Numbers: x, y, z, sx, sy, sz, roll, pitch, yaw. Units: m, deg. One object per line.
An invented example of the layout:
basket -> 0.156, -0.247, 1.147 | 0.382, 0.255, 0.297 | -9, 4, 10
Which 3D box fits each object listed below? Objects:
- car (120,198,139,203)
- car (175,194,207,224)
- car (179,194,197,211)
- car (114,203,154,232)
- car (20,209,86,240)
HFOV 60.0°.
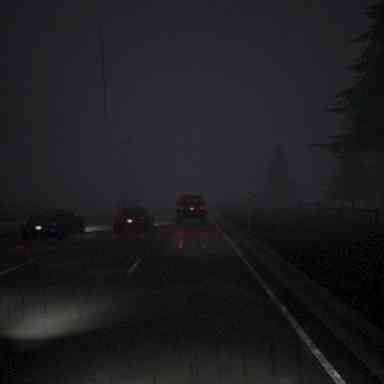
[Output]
car -> -7.401, 1.528, 38.947 | 1.837, 1.490, 4.892 | 0, 0, -1
car -> -0.066, 1.238, 25.404 | 2.150, 2.045, 5.566 | 0, 0, -1
car -> -0.505, 1.247, 42.681 | 2.150, 2.045, 5.566 | 0, 0, -2
car -> -3.477, 1.577, 20.455 | 1.994, 1.385, 4.181 | 0, 0, -1
car -> -6.937, 1.574, 17.002 | 1.994, 1.385, 4.181 | 0, 0, -1
